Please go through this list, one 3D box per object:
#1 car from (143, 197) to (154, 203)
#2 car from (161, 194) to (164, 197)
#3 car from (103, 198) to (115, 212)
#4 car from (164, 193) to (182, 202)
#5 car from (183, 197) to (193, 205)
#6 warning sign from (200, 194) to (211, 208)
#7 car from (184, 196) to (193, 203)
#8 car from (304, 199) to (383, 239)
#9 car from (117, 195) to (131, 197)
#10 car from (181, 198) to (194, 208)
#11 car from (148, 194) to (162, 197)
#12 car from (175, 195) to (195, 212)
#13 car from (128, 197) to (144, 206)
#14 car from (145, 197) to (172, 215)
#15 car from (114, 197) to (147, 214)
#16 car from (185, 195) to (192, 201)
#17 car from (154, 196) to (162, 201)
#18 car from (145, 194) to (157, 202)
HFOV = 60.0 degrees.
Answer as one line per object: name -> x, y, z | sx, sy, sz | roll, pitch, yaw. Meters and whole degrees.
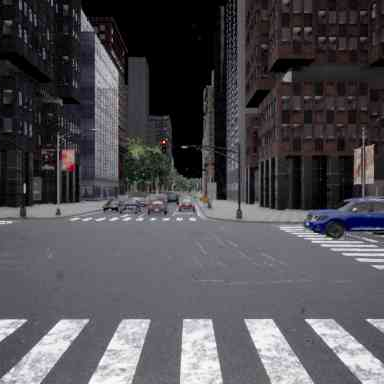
car -> -9.304, 1.669, 71.527 | 1.802, 1.307, 4.206 | 0, 0, 0
car -> -9.401, 1.449, 87.805 | 2.192, 1.841, 5.009 | 0, 0, 0
car -> -9.111, 1.574, 38.971 | 1.947, 1.339, 4.313 | 0, 0, 0
car -> -3.378, 1.282, 61.325 | 2.150, 2.045, 5.566 | 0, 0, 0
car -> -0.715, 1.603, 60.718 | 1.887, 1.381, 4.507 | 0, 0, 0
warning sign -> 1.703, 1.132, 42.703 | 1.300, 1.860, 1.060 | 0, 0, 0
car -> -0.780, 1.613, 71.738 | 1.752, 1.417, 4.829 | 0, 0, 0
car -> 8.923, 1.373, 17.690 | 5.566, 2.045, 2.150 | 1, 0, 0
car -> -9.144, 1.335, 44.397 | 2.192, 1.841, 5.009 | 0, 0, 0
car -> -0.650, 1.615, 49.868 | 1.802, 1.307, 4.206 | 0, 0, 0
car -> -6.530, 1.551, 55.597 | 1.837, 1.490, 4.892 | 0, 0, 0
car -> -0.586, 1.448, 39.019 | 1.967, 1.590, 4.097 | 0, 0, 0
car -> -9.206, 1.570, 55.079 | 1.752, 1.417, 4.829 | 0, 0, 0
car -> -3.346, 1.523, 33.981 | 1.812, 1.442, 4.674 | 0, 0, 0
car -> -6.434, 1.548, 35.450 | 2.033, 1.411, 5.357 | 0, 0, -1
car -> -0.876, 1.574, 87.843 | 1.967, 1.590, 4.097 | 0, 0, 0
car -> -9.432, 1.696, 93.230 | 1.887, 1.381, 4.507 | 0, 0, 0
car -> -9.337, 1.417, 76.953 | 2.192, 1.841, 5.009 | 0, 0, 0
